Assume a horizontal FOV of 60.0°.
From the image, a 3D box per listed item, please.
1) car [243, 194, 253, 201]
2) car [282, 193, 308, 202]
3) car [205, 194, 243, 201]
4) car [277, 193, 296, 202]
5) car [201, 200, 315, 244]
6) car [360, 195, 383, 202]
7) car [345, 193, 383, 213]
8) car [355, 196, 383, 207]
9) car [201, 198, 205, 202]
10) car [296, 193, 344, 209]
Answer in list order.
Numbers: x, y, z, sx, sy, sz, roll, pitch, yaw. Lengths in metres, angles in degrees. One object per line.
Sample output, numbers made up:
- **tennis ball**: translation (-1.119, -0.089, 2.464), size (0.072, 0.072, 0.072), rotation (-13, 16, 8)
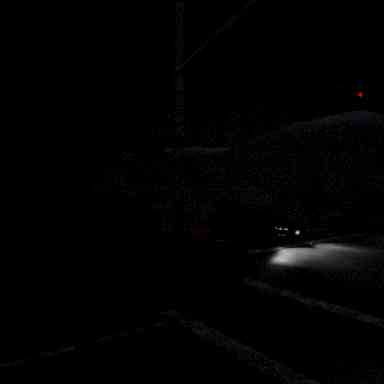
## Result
- **car**: translation (8.131, 1.153, 57.084), size (2.152, 1.636, 5.027), rotation (0, 0, -36)
- **car**: translation (20.608, 1.096, 66.623), size (1.932, 1.855, 4.605), rotation (0, 0, -36)
- **car**: translation (4.287, 1.298, 45.202), size (2.007, 1.523, 4.514), rotation (0, 0, -36)
- **car**: translation (18.496, 1.076, 64.585), size (1.905, 1.878, 3.866), rotation (0, 0, -36)
- **car**: translation (2.685, 1.313, 14.779), size (1.837, 1.490, 4.892), rotation (0, 0, -35)
- **car**: translation (37.680, 1.383, 69.648), size (1.970, 1.475, 3.806), rotation (0, 0, -36)
- **car**: translation (17.730, 1.076, 32.860), size (1.905, 1.878, 3.866), rotation (0, 0, -36)
- **car**: translation (26.288, 1.297, 47.888), size (2.007, 1.523, 4.514), rotation (0, 0, -36)
- **car**: translation (3.122, 1.232, 53.060), size (1.970, 1.475, 3.806), rotation (0, 0, -36)
- **car**: translation (15.780, 1.097, 41.161), size (1.932, 1.855, 4.605), rotation (0, 0, -36)
